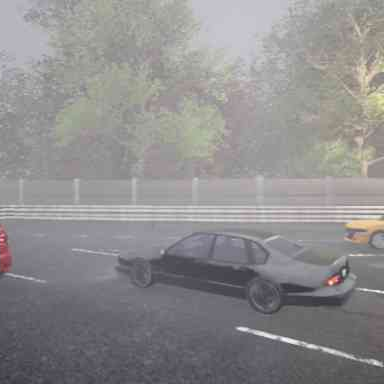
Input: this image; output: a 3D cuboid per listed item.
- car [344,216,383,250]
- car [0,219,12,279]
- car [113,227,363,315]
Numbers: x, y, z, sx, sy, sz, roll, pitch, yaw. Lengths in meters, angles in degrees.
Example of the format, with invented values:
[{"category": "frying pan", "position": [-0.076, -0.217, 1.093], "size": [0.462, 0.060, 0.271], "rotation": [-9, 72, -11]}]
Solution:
[{"category": "car", "position": [8.709, 1.416, 13.208], "size": [5.008, 1.535, 1.882], "rotation": [0, 0, 4]}, {"category": "car", "position": [-6.690, 1.221, 7.968], "size": [5.566, 2.045, 2.150], "rotation": [0, 0, 31]}, {"category": "car", "position": [0.694, 1.525, 7.505], "size": [5.357, 1.411, 2.033], "rotation": [0, 0, 34]}]
